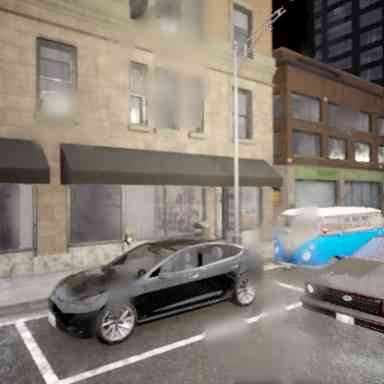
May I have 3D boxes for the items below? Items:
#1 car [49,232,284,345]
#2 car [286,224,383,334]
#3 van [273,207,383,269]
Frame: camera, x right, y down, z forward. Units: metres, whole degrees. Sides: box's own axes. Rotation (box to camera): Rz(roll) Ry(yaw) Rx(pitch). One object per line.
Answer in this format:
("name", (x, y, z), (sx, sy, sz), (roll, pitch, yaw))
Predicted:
("car", (-0.432, 1.607, 6.493), (4.313, 1.339, 1.947), (0, 0, -36))
("car", (4.487, 1.550, 6.692), (5.357, 1.411, 2.033), (0, 0, -36))
("van", (4.124, 1.362, 9.849), (3.998, 1.788, 1.690), (0, 0, -36))
